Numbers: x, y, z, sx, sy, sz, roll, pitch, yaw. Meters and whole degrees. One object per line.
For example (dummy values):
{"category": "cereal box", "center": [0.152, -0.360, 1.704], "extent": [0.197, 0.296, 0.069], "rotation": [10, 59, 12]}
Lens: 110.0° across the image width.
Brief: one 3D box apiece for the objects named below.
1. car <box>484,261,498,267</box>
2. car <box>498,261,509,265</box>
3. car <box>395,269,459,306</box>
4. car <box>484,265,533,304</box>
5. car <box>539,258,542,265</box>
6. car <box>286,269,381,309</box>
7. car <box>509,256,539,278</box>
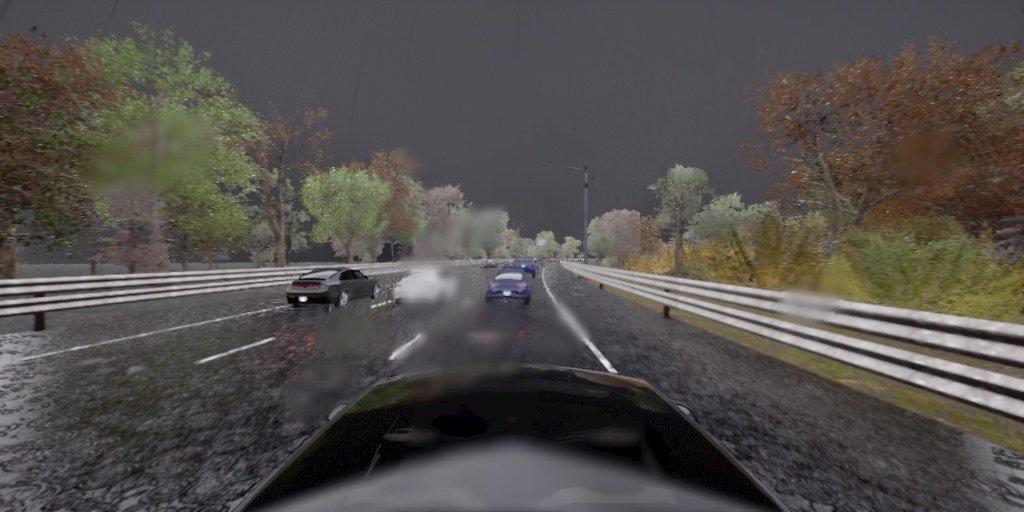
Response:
{"category": "car", "center": [-3.400, 1.446, 59.821], "extent": [1.895, 1.301, 4.718], "rotation": [0, 0, 6]}
{"category": "car", "center": [-0.464, 1.443, 54.447], "extent": [1.895, 1.301, 4.718], "rotation": [0, 0, 6]}
{"category": "car", "center": [-3.606, 1.284, 15.682], "extent": [1.812, 1.442, 4.674], "rotation": [0, 0, 3]}
{"category": "car", "center": [-0.057, 1.297, 16.437], "extent": [1.812, 1.442, 4.674], "rotation": [0, 0, 3]}
{"category": "car", "center": [3.327, 1.460, 56.991], "extent": [1.895, 1.301, 4.718], "rotation": [0, 0, 6]}
{"category": "car", "center": [-7.158, 1.252, 14.934], "extent": [1.837, 1.490, 4.892], "rotation": [0, 0, 3]}
{"category": "car", "center": [1.260, 1.031, 35.376], "extent": [2.150, 2.045, 5.566], "rotation": [0, 0, 5]}
